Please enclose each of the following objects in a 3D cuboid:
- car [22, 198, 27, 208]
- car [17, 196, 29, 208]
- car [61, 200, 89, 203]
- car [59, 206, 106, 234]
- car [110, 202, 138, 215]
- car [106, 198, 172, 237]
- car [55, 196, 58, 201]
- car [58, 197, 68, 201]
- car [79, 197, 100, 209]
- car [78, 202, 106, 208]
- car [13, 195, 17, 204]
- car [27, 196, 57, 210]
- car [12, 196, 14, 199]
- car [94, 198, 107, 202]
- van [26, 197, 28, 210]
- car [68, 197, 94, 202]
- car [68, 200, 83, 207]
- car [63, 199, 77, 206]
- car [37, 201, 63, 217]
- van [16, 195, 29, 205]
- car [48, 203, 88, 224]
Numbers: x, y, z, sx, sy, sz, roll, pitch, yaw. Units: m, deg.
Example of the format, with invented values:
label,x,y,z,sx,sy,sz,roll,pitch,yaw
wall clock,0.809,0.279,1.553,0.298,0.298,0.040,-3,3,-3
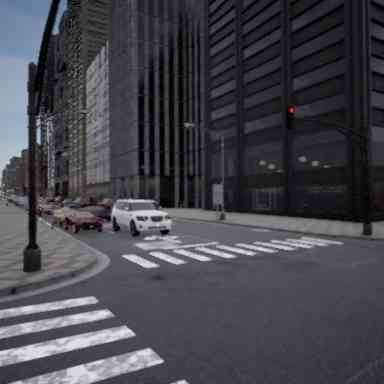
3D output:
label,x,y,z,sx,sy,sz,roll,pitch,yaw
car,-24.283,2.066,50.661,2.008,1.369,4.403,1,-1,-31
car,-30.012,2.021,60.343,1.967,1.590,4.097,1,-1,-31
car,-13.586,1.970,38.025,1.994,1.385,4.181,0,0,-30
car,-7.090,1.824,21.619,1.887,1.381,4.507,0,-1,-31
car,-8.349,1.963,40.481,1.947,1.339,4.313,1,-1,-31
car,-3.263,1.477,20.552,2.150,2.045,5.566,0,-1,-31
car,-31.269,1.983,79.204,2.192,1.841,5.009,1,-1,-31
car,-20.842,1.881,56.335,2.097,1.767,4.553,0,0,-31
car,-16.943,1.823,55.004,2.192,1.841,5.009,1,-1,-31
car,-8.478,1.881,29.366,2.033,1.411,5.357,0,0,-30
car,-35.742,1.959,70.024,2.192,1.841,5.009,1,-1,-31
car,-18.551,1.758,40.983,2.192,1.841,5.009,1,-1,-31
car,-41.474,2.250,79.702,1.887,1.381,4.507,1,-1,-31
car,-11.213,1.751,45.324,2.192,1.841,5.009,1,-1,-31
van,-21.416,1.821,45.823,1.690,1.788,3.998,1,-1,-31
car,-15.474,1.685,47.346,2.150,2.045,5.566,0,0,-32
car,-22.675,2.156,64.682,1.802,1.307,4.206,1,-1,-31
car,-25.540,2.150,69.522,1.887,1.381,4.507,1,-1,-31
car,-15.686,1.949,36.140,1.887,1.381,4.507,1,-1,-31
van,-32.877,1.954,65.184,1.690,1.788,3.998,1,-1,-31
car,-9.869,1.847,26.313,1.752,1.417,4.829,0,-1,-31
